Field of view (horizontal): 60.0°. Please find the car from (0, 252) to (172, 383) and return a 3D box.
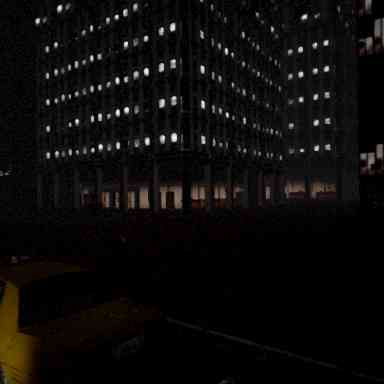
[{"bbox_3d":[-2.516,1.527,4.685,4.829,1.417,1.752,0,-1,36],"label":"car"}]
